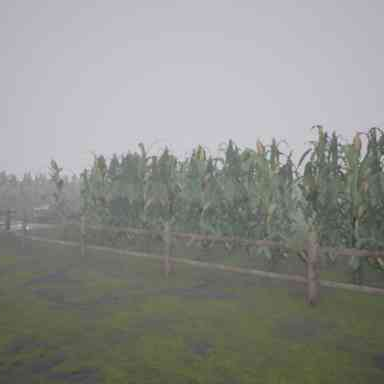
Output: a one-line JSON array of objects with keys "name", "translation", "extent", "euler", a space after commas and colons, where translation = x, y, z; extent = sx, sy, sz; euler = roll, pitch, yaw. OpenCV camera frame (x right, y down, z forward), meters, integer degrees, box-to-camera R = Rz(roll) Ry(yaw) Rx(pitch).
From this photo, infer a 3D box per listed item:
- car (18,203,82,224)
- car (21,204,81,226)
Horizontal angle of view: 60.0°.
[{"name": "car", "translation": [-11.091, 1.631, 26.216], "extent": [1.994, 1.385, 4.181], "euler": [-1, -1, 36]}, {"name": "car", "translation": [-9.256, 1.590, 24.166], "extent": [2.033, 1.411, 5.357], "euler": [-1, -1, 40]}]
